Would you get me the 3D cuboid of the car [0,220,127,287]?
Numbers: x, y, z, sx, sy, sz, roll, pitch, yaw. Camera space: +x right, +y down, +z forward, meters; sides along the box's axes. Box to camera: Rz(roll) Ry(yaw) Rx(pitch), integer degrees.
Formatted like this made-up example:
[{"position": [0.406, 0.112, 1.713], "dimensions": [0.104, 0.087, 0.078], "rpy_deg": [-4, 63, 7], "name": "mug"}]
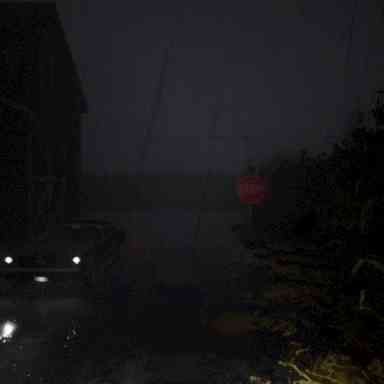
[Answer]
[{"position": [-3.161, 1.498, 9.206], "dimensions": [1.895, 1.301, 4.718], "rpy_deg": [0, 1, 0], "name": "car"}]
